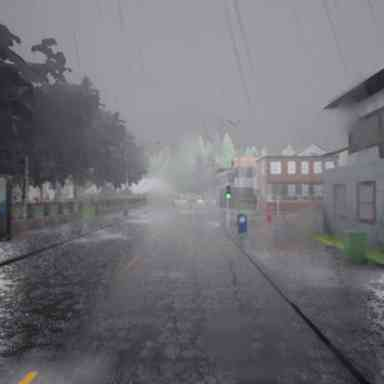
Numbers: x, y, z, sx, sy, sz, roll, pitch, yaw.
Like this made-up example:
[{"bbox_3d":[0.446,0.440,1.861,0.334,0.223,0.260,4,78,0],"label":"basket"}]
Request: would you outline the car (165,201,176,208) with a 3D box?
[{"bbox_3d":[-4.021,2.289,62.895,1.895,1.301,4.718,0,-1,0],"label":"car"}]
